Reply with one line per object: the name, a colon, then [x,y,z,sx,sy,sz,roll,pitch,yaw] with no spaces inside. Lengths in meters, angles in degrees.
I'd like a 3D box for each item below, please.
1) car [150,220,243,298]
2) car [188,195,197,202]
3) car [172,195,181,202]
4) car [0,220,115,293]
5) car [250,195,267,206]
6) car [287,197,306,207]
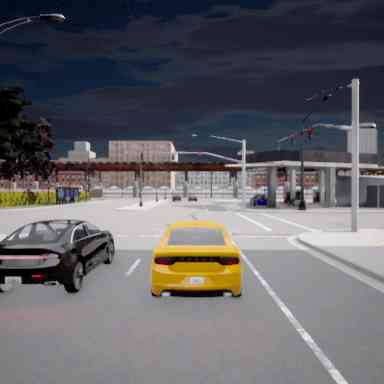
car: [0.101,1.467,8.576,1.882,1.535,5.008,0,0,0]
car: [0.161,1.436,73.545,1.994,1.385,4.181,0,0,0]
car: [-3.339,1.377,73.552,1.837,1.490,4.892,0,0,0]
car: [-3.398,1.473,8.793,2.128,1.511,4.902,0,0,0]
car: [9.818,1.247,48.849,2.242,1.667,4.611,0,0,0]
car: [15.564,1.419,49.599,1.970,1.475,3.806,0,0,0]
